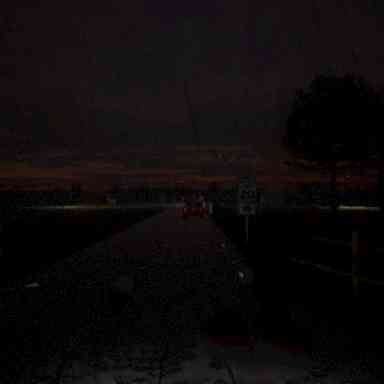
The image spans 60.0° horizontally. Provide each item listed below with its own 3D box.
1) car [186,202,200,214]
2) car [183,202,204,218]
[{"bbox_3d":[0.138,2.124,44.925,1.812,1.442,4.674,0,-1,0],"label":"car"},{"bbox_3d":[0.126,1.789,35.025,2.097,1.767,4.553,0,-1,0],"label":"car"}]
